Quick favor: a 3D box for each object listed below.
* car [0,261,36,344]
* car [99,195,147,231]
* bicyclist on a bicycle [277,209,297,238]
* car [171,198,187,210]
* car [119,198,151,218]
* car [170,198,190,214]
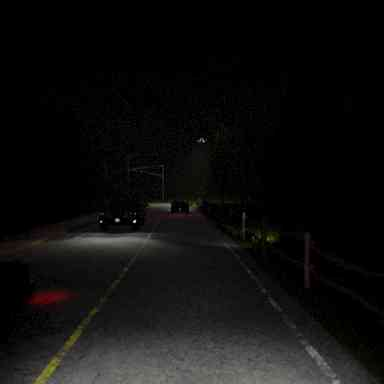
[{"bbox_3d":[-3.660,1.546,3.610,2.033,1.411,5.357,0,0,-1],"label":"car"},{"bbox_3d":[-4.238,1.224,21.024,2.150,2.045,5.566,0,0,-3],"label":"car"},{"bbox_3d":[3.174,1.426,11.375,0.582,1.620,1.656,4,0,-13],"label":"bicyclist on a bicycle"},{"bbox_3d":[-1.809,1.537,45.302,2.033,1.411,5.357,0,0,-3],"label":"car"},{"bbox_3d":[-4.416,1.207,26.326,1.895,1.301,4.718,0,0,-3],"label":"car"},{"bbox_3d":[-1.263,1.485,35.136,2.128,1.511,4.902,0,0,-2],"label":"car"}]
